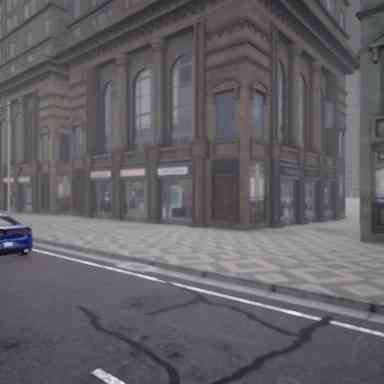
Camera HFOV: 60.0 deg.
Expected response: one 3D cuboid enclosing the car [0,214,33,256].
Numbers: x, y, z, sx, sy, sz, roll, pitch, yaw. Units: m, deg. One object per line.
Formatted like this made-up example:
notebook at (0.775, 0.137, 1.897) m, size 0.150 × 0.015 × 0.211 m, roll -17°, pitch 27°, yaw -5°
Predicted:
car at (-7.641, 1.500, 12.070) m, size 5.008 × 1.535 × 1.882 m, roll 0°, pitch 0°, yaw 40°
